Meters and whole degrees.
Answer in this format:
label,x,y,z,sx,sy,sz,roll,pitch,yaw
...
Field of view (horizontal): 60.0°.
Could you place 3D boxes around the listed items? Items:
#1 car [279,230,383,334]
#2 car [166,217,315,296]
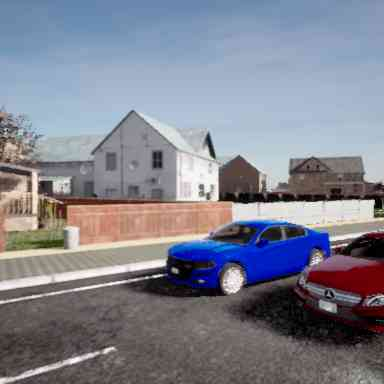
label,x,y,z,sx,sy,sz,roll,pitch,yaw
car,4.016,1.528,6.549,4.674,1.442,1.812,0,0,-36
car,1.660,1.480,8.860,5.008,1.535,1.882,0,0,-35
